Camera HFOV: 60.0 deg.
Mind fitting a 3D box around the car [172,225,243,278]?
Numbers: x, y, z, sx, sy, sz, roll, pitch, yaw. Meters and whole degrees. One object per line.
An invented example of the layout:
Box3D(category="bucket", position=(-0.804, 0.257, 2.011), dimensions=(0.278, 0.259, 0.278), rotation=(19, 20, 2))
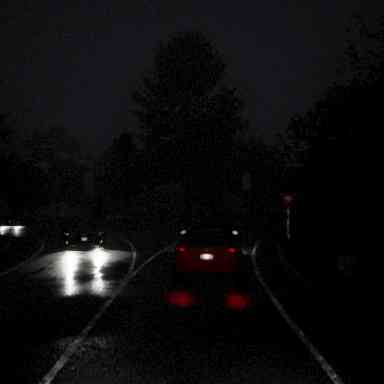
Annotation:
Box3D(category="car", position=(0.549, 1.733, 10.724), dimensions=(1.994, 1.385, 4.181), rotation=(0, -2, 5))

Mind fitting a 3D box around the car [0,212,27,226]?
Box3D(category="car", position=(-18.541, 2.792, 34.669), dimensions=(1.994, 1.385, 4.181), rotation=(1, -3, -18))

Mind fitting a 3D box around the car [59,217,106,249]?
Box3D(category="car", position=(-5.409, 1.950, 16.407), dimensions=(1.994, 1.385, 4.181), rotation=(1, -3, -21))

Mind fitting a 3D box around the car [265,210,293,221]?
Box3D(category="car", position=(12.137, 3.262, 46.729), dimensions=(1.882, 1.535, 5.008), rotation=(2, -3, -20))

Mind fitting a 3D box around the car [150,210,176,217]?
Box3D(category="car", position=(-5.152, 3.719, 56.625), dimensions=(4.718, 1.301, 1.895), rotation=(1, -3, -3))
